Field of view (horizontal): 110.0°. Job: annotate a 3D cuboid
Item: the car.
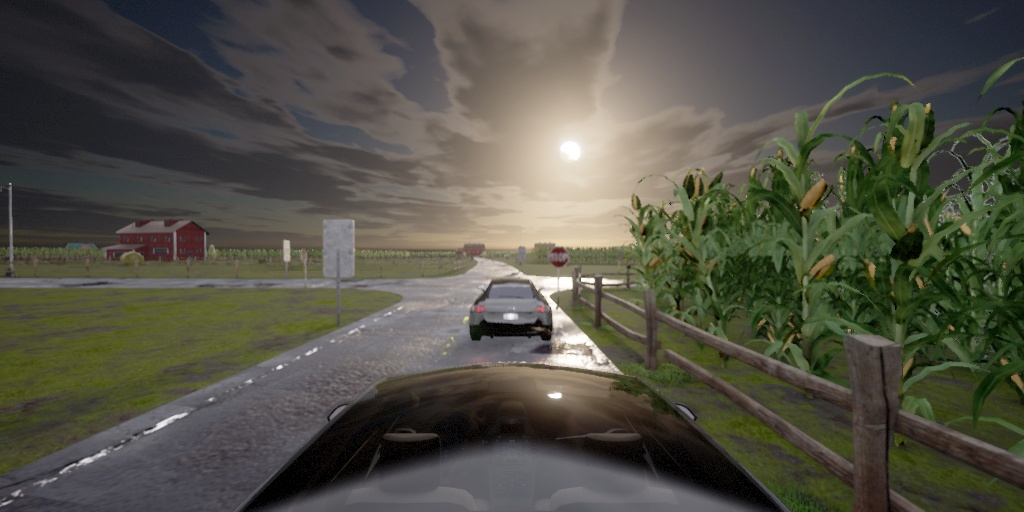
[{"bbox_3d":[-0.017,1.286,9.834,1.994,1.385,4.181,0,0,0],"label":"car"}]
